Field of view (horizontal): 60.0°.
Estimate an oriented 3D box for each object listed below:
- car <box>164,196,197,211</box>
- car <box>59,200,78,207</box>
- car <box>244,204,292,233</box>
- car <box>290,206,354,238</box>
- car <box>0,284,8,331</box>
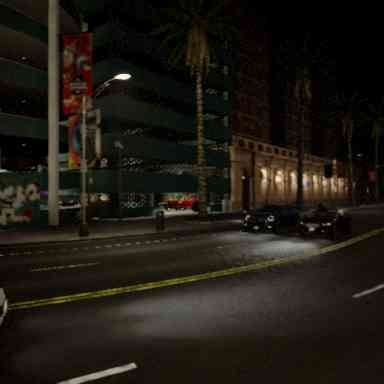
[{"bbox_3d":[-1.445,1.574,46.673,2.435,2.045,5.566,-1,-1,40],"label":"car"},{"bbox_3d":[-24.823,2.283,65.626,2.161,1.482,4.786,-1,-1,40],"label":"car"},{"bbox_3d":[5.276,1.579,21.583,2.097,1.767,4.553,-1,-1,40],"label":"car"},{"bbox_3d":[7.818,1.679,19.170,2.128,1.511,4.902,-1,-1,40],"label":"car"},{"bbox_3d":[-5.178,1.568,4.266,4.902,1.511,2.128,0,-1,-24],"label":"car"}]
